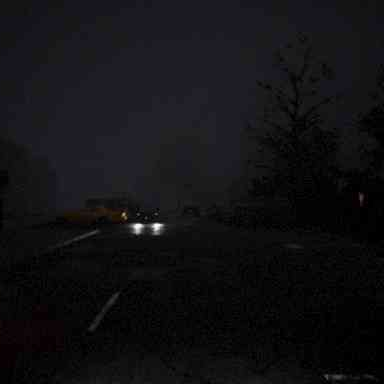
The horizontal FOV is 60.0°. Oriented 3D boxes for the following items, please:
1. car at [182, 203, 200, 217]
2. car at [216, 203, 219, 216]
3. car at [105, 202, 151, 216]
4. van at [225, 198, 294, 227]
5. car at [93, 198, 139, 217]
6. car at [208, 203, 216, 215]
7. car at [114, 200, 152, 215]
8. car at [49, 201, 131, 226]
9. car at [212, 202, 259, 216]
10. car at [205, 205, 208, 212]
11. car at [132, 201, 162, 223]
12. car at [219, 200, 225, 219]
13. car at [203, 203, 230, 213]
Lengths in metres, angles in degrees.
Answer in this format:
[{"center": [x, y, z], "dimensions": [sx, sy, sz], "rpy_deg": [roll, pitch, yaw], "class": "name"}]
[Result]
[{"center": [-0.149, 1.942, 37.569], "dimensions": [1.882, 1.535, 5.008], "rpy_deg": [0, -2, 0], "class": "car"}, {"center": [5.100, 1.727, 29.070], "dimensions": [5.366, 1.575, 1.946], "rpy_deg": [0, -1, 0], "class": "car"}, {"center": [-7.435, 1.996, 39.242], "dimensions": [5.008, 1.535, 2.097], "rpy_deg": [0, -2, -1], "class": "car"}, {"center": [4.833, 1.403, 23.618], "dimensions": [4.442, 1.987, 1.878], "rpy_deg": [0, -1, 0], "class": "van"}, {"center": [-7.379, 1.657, 36.333], "dimensions": [5.566, 2.045, 2.435], "rpy_deg": [0, -1, 0], "class": "car"}, {"center": [4.849, 1.613, 34.791], "dimensions": [5.566, 2.045, 2.435], "rpy_deg": [0, -2, -1], "class": "car"}, {"center": [-7.442, 1.963, 42.280], "dimensions": [4.553, 1.767, 2.185], "rpy_deg": [0, -2, -1], "class": "car"}, {"center": [-7.507, 1.637, 24.183], "dimensions": [5.366, 1.575, 1.946], "rpy_deg": [0, -1, 0], "class": "car"}, {"center": [4.841, 1.946, 37.575], "dimensions": [4.892, 1.521, 2.231], "rpy_deg": [0, -2, -1], "class": "car"}, {"center": [4.789, 1.774, 40.250], "dimensions": [5.566, 2.045, 2.435], "rpy_deg": [0, -2, -1], "class": "car"}, {"center": [-3.513, 1.751, 27.805], "dimensions": [1.812, 1.442, 4.674], "rpy_deg": [0, -1, 0], "class": "car"}, {"center": [5.117, 1.674, 26.410], "dimensions": [5.366, 1.575, 1.946], "rpy_deg": [0, -1, 0], "class": "car"}, {"center": [4.090, 2.564, 54.378], "dimensions": [2.128, 1.511, 4.902], "rpy_deg": [-2, -3, 36], "class": "car"}]
